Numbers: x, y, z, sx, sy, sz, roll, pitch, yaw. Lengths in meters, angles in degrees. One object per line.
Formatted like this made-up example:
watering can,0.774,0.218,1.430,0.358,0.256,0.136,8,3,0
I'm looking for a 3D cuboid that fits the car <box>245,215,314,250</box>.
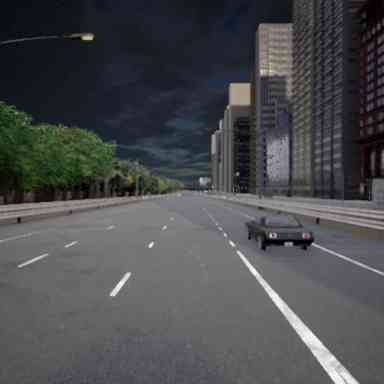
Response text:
car,3.529,1.626,14.388,1.895,1.301,4.718,0,0,0
